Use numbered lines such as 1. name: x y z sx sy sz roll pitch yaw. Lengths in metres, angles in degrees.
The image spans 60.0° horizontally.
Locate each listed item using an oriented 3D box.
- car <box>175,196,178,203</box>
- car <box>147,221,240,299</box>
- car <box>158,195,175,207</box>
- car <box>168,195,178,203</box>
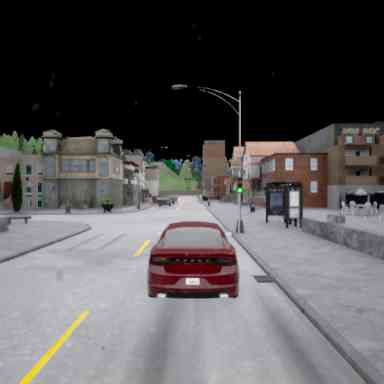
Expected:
1. car: -4.115 1.596 61.246 1.895 1.301 4.718 0 0 0
2. car: 0.044 1.477 8.548 1.882 1.535 5.008 0 0 1
3. car: -4.147 1.501 51.941 1.837 1.490 4.892 0 0 0
4. car: -4.065 1.495 71.614 1.837 1.490 4.892 0 0 0
